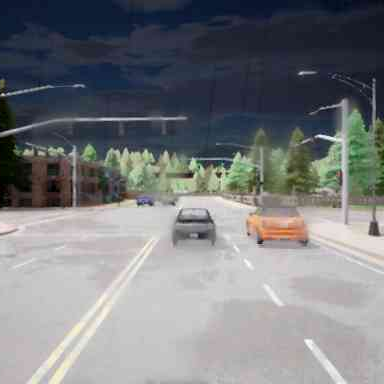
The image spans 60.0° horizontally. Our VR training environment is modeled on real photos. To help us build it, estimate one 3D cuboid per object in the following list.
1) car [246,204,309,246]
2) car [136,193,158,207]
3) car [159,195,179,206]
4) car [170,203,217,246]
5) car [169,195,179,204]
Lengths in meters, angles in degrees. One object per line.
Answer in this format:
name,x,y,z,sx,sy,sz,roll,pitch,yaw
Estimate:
car,3.756,1.334,15.391,2.097,1.767,4.553,0,0,2
car,-7.051,1.158,51.007,2.150,2.045,5.566,0,0,1
car,-3.545,1.416,52.090,1.882,1.535,5.008,0,0,0
car,0.090,1.473,15.197,2.128,1.511,4.902,0,0,0
car,-3.497,1.442,65.455,1.837,1.490,4.892,0,1,1
